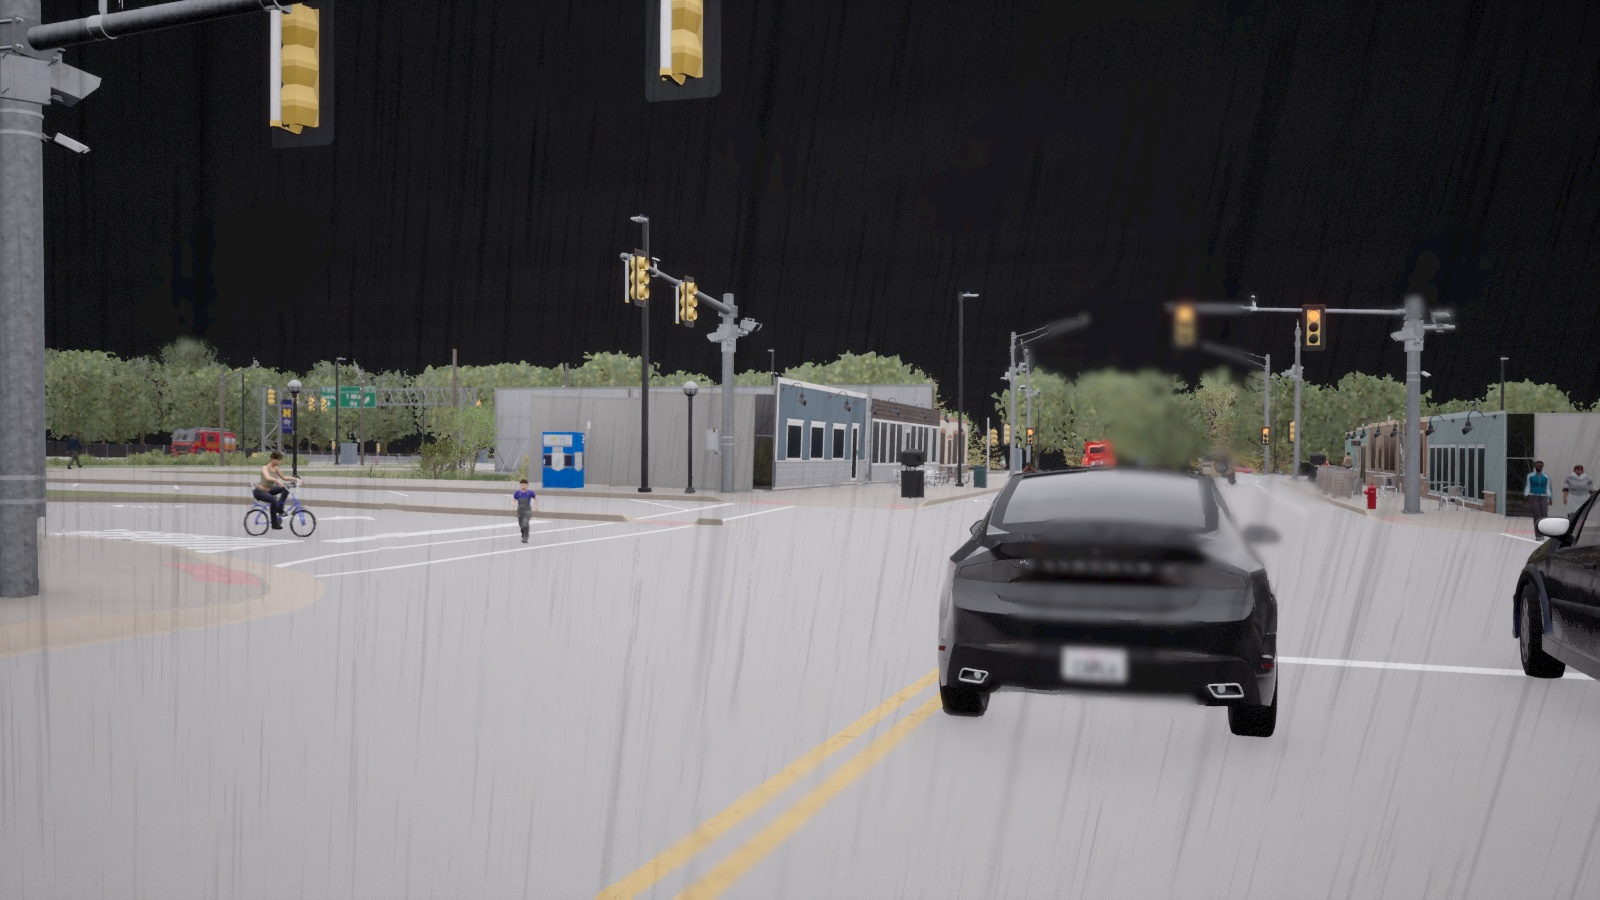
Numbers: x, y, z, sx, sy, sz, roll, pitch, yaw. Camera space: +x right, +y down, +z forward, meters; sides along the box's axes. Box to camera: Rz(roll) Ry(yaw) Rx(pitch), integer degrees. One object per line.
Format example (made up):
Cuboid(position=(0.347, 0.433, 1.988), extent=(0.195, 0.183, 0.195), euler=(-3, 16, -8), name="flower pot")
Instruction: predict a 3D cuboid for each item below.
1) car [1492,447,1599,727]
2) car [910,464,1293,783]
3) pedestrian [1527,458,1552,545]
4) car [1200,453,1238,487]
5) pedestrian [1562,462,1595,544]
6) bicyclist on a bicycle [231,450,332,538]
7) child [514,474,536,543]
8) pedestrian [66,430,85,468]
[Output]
Cuboid(position=(5.806, 0.822, 7.885), extent=(1.851, 1.617, 3.988), euler=(1, -1, 18), name="car")
Cuboid(position=(2.155, 0.886, 8.577), extent=(1.837, 1.490, 4.892), euler=(1, -1, 17), name="car")
Cuboid(position=(16.631, 1.148, 28.245), extent=(0.396, 1.930, 0.692), euler=(1, 1, 24), name="pedestrian")
Cuboid(position=(23.680, 1.096, 71.104), extent=(1.932, 1.855, 4.605), euler=(1, 0, 17), name="car")
Cuboid(position=(19.098, 1.275, 30.810), extent=(0.659, 1.952, 0.873), euler=(1, 1, 33), name="pedestrian")
Cuboid(position=(-9.730, 0.821, 23.586), extent=(1.509, 1.612, 0.866), euler=(-1, 0, 10), name="bicyclist on a bicycle")
Cuboid(position=(-5.105, 1.077, 23.315), extent=(0.270, 1.263, 0.437), euler=(0, 1, 4), name="child")
Cuboid(position=(-35.265, -0.038, 61.119), extent=(0.402, 1.842, 0.726), euler=(1, 1, 15), name="pedestrian")
